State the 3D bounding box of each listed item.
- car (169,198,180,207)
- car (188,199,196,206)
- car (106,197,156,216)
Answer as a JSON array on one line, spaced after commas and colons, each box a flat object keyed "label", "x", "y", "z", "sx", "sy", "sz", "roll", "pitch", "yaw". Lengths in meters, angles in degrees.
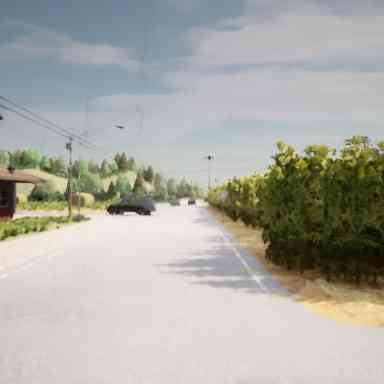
[{"label": "car", "x": -3.517, "y": 2.120, "z": 69.117, "sx": 2.097, "sy": 1.767, "sz": 4.553, "roll": 0, "pitch": -1, "yaw": 0}, {"label": "car", "x": 0.006, "y": 2.322, "z": 75.733, "sx": 1.837, "sy": 1.490, "sz": 4.892, "roll": 0, "pitch": -1, "yaw": 1}, {"label": "car", "x": -6.821, "y": 1.623, "z": 37.594, "sx": 5.566, "sy": 2.045, "sz": 2.150, "roll": 0, "pitch": -1, "yaw": 12}]
